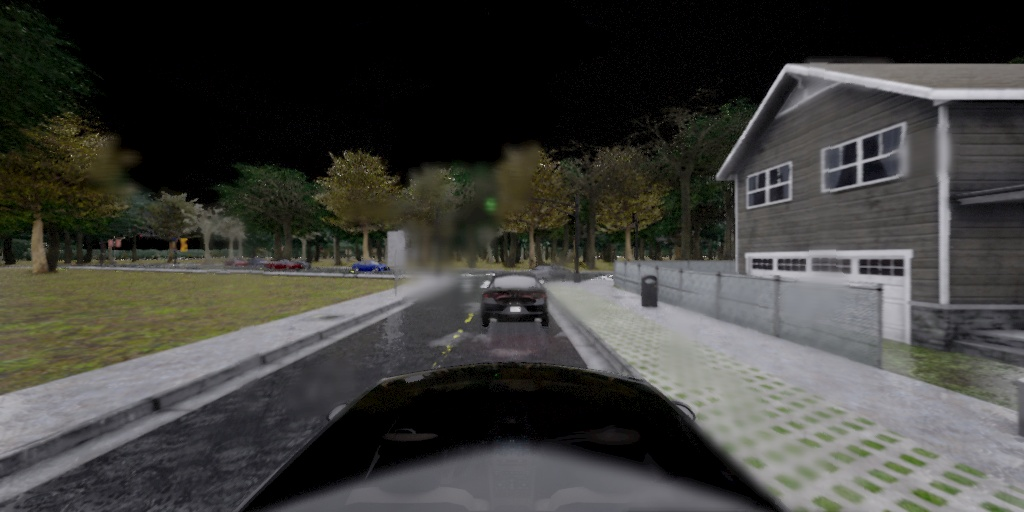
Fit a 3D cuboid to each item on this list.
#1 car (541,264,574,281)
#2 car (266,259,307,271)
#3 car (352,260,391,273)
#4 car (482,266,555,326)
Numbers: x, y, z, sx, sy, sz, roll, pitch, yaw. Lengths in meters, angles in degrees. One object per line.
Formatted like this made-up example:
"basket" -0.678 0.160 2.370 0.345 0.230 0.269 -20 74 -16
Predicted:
"car" 3.009 1.320 27.105 1.994 1.385 4.181 -1 0 39
"car" -31.102 1.415 49.389 4.718 1.301 1.895 0 0 24
"car" -16.949 1.271 43.257 5.008 1.535 1.882 0 0 23
"car" 0.102 1.235 11.702 1.882 1.535 5.008 0 0 0
